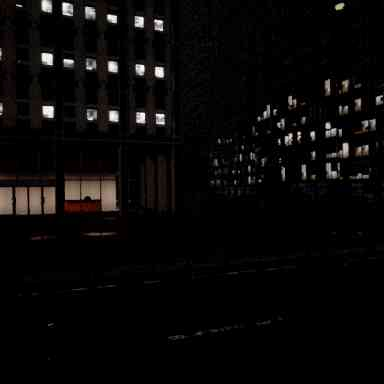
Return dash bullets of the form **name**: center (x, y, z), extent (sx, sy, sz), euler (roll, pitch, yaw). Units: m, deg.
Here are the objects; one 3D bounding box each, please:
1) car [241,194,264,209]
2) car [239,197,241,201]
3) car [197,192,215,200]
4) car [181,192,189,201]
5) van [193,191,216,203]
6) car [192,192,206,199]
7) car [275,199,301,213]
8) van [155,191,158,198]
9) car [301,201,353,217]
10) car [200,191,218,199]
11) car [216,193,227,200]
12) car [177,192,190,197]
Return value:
- **car**: center (8.109, 1.332, 40.090), extent (1.947, 1.339, 4.313), euler (0, 1, -21)
- **car**: center (9.865, 1.060, 59.028), extent (1.802, 1.307, 4.206), euler (0, 1, -21)
- **car**: center (2.919, 0.880, 69.861), extent (1.882, 1.535, 5.008), euler (-1, 1, -21)
- **car**: center (-2.035, 1.056, 66.634), extent (2.008, 1.369, 4.403), euler (0, 1, -21)
- **van**: center (2.042, 0.952, 56.021), extent (1.690, 1.788, 3.998), euler (0, 1, -21)
- **car**: center (1.709, 0.706, 80.248), extent (1.967, 1.590, 4.097), euler (0, 1, -21)
- **car**: center (10.093, 1.400, 34.765), extent (1.802, 1.307, 4.206), euler (0, 1, -21)
- **van**: center (-8.152, 0.687, 82.548), extent (1.690, 1.788, 3.998), euler (0, 1, -21)
- **car**: center (12.115, 1.434, 29.451), extent (1.947, 1.339, 4.313), euler (0, 1, -21)
- **car**: center (3.748, 0.634, 74.941), extent (2.192, 1.841, 5.009), euler (0, 1, -21)
- **car**: center (5.788, 0.954, 69.639), extent (1.802, 1.307, 4.206), euler (0, 1, -21)
- **car**: center (-2.368, 0.710, 90.860), extent (2.008, 1.369, 4.403), euler (0, 1, -21)
